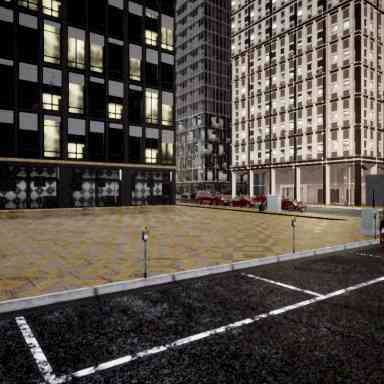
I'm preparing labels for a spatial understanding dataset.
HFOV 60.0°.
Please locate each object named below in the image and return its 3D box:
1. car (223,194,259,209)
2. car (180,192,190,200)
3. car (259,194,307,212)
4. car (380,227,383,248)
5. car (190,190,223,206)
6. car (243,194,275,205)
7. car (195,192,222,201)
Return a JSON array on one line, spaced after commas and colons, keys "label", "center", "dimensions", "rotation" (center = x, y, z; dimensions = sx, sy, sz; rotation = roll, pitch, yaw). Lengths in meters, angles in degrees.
[{"label": "car", "center": [5.711, 1.105, 36.456], "dimensions": [1.802, 1.307, 4.206], "rotation": [1, 0, -36]}, {"label": "car", "center": [-0.511, 0.647, 59.516], "dimensions": [1.947, 1.339, 4.313], "rotation": [1, 0, -36]}, {"label": "car", "center": [8.963, 1.071, 31.926], "dimensions": [1.967, 1.590, 4.097], "rotation": [1, 0, -36]}, {"label": "car", "center": [9.155, 1.441, 13.094], "dimensions": [4.097, 1.590, 1.967], "rotation": [0, 0, -36]}, {"label": "car", "center": [2.470, 0.731, 40.985], "dimensions": [2.192, 1.841, 5.009], "rotation": [1, 0, -36]}, {"label": "car", "center": [9.237, 0.985, 45.919], "dimensions": [1.802, 1.307, 4.206], "rotation": [1, 0, -36]}, {"label": "car", "center": [2.641, 0.710, 55.122], "dimensions": [1.752, 1.417, 4.829], "rotation": [1, 0, -36]}]
